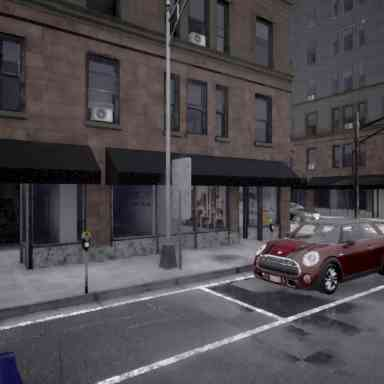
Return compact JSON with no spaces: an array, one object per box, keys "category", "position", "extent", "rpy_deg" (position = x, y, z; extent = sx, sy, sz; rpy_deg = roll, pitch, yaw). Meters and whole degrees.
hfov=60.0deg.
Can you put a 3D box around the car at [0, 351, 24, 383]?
[{"category":"car","position":[-2.975,1.601,0.920],"extent":[4.718,1.301,1.895],"rpy_deg":[0,0,-35]}]

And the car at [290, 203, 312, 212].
[{"category":"car","position":[7.101,1.537,24.645],"extent":[2.128,1.511,4.902],"rpy_deg":[0,0,-35]}]

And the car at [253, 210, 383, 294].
[{"category":"car","position":[3.494,1.440,8.692],"extent":[4.097,1.590,1.967],"rpy_deg":[0,0,-36]}]
